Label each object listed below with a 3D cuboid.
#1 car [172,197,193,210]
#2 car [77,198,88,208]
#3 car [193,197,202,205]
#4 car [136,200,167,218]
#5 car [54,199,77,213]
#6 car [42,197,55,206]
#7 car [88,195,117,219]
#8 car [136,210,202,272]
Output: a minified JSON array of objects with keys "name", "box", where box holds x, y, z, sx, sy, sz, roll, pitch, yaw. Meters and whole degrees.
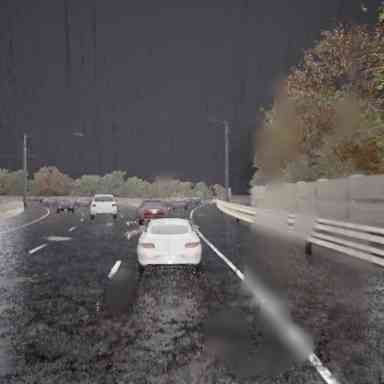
[{"name":"car","box":[-1.377,1.546,42.780,2.128,1.511,4.902,0,0,4]},{"name":"car","box":[-16.931,1.606,51.547,2.128,1.511,4.902,0,0,-28]},{"name":"car","box":[0.616,1.595,60.223,1.812,1.442,4.674,0,0,9]},{"name":"car","box":[-3.028,1.391,24.574,2.097,1.767,4.553,0,0,-13]},{"name":"car","box":[-14.701,1.693,38.678,1.895,1.301,4.718,0,0,-21]},{"name":"car","box":[-24.817,1.639,57.877,2.128,1.511,4.902,0,0,-33]},{"name":"car","box":[-8.066,1.283,30.231,2.150,2.045,5.566,0,0,-16]},{"name":"car","box":[-0.735,1.541,10.844,1.812,1.442,4.674,0,0,-4]}]
